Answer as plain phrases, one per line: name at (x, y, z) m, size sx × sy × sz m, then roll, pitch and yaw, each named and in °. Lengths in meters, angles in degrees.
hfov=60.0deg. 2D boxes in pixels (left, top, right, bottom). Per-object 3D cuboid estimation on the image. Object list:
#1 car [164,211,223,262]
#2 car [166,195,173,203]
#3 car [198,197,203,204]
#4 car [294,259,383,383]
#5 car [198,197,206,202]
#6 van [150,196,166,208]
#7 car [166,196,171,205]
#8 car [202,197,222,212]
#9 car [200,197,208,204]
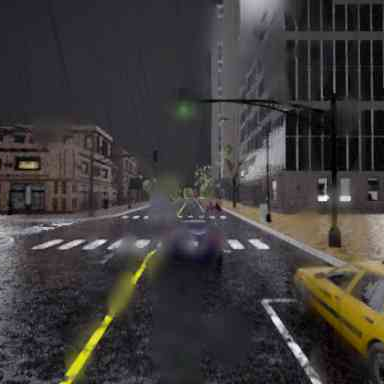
car at (0.058, 1.624, 12.334) m, size 1.994 × 1.385 × 4.181 m, roll 0°, pitch 0°, yaw 0°
car at (-5.686, 1.914, 70.233) m, size 1.947 × 1.339 × 4.313 m, roll 1°, pitch 0°, yaw 0°
car at (2.695, 1.875, 70.392) m, size 1.752 × 1.417 × 4.829 m, roll 1°, pitch 0°, yaw 0°
car at (2.839, 1.549, 4.770) m, size 1.752 × 1.417 × 4.829 m, roll 1°, pitch 0°, yaw 0°
car at (2.693, 1.976, 86.826) m, size 1.887 × 1.381 × 4.507 m, roll 1°, pitch 0°, yaw 0°
van at (-5.681, 1.607, 53.631) m, size 1.690 × 1.788 × 3.998 m, roll 1°, pitch 0°, yaw 0°
car at (-5.686, 1.903, 64.698) m, size 1.802 × 1.307 × 4.206 m, roll 1°, pitch 0°, yaw 0°
car at (2.699, 1.650, 42.548) m, size 1.967 × 1.590 × 4.097 m, roll 1°, pitch 0°, yaw 0°
car at (2.694, 1.902, 75.926) m, size 1.752 × 1.417 × 4.829 m, roll 1°, pitch 0°, yaw 0°
